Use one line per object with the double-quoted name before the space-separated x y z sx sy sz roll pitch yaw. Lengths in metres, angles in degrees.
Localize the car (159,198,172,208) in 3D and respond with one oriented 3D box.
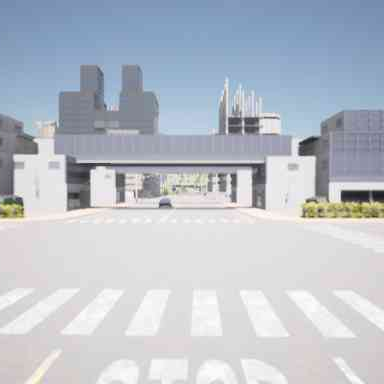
"car" -4.160 1.619 52.398 1.882 1.535 5.008 0 0 0
